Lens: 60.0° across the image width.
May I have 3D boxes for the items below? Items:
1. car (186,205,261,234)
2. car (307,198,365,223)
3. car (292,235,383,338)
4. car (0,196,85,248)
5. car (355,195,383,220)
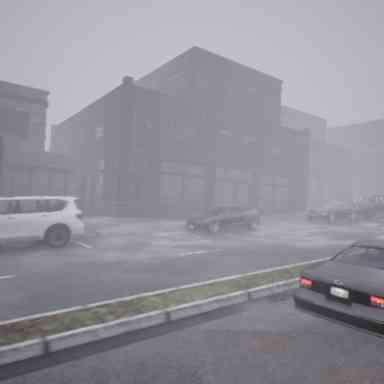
[{"bbox_3d":[1.910,1.490,19.367,4.792,1.488,2.163,0,0,-36],"label":"car"},{"bbox_3d":[10.909,1.497,25.845,4.892,1.521,2.231,0,0,-36],"label":"car"},{"bbox_3d":[4.257,1.569,6.484,5.357,1.411,2.033,0,0,-36],"label":"car"},{"bbox_3d":[-7.049,1.174,12.907,5.566,2.045,2.435,0,0,-36],"label":"car"},{"bbox_3d":[15.365,1.262,29.054,5.566,2.045,2.435,0,0,-36],"label":"car"}]
